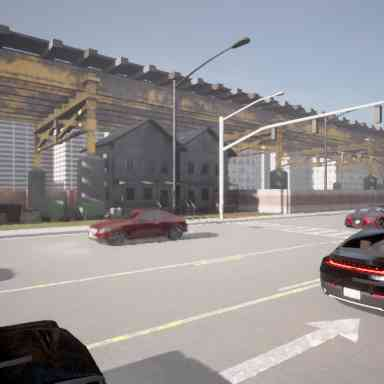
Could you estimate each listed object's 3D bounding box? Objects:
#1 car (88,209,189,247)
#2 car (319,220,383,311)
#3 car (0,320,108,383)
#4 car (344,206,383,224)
[{"bbox_3d":[-2.319,1.526,15.205,4.674,1.442,1.812,0,0,-36],"label":"car"},{"bbox_3d":[4.741,1.505,7.147,4.892,1.490,1.837,0,0,-35],"label":"car"},{"bbox_3d":[-2.791,1.601,1.758,4.718,1.301,1.895,0,0,-35],"label":"car"},{"bbox_3d":[11.300,1.564,20.609,4.181,1.385,1.994,0,0,-35],"label":"car"}]
